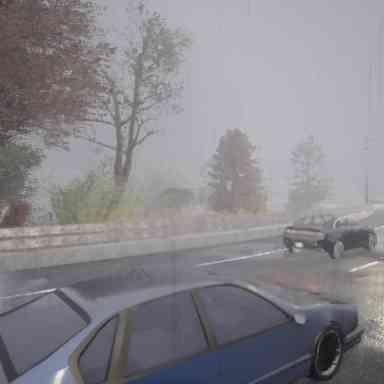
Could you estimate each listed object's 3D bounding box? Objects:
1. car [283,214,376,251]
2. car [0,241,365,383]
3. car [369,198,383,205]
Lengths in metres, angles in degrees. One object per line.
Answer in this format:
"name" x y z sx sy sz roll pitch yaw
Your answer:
"car" 5.491 1.613 12.995 4.902 1.511 2.128 0 -1 -41
"car" -0.202 1.588 3.745 5.357 1.411 2.033 0 -1 -37
"car" 38.570 1.966 69.948 1.812 1.442 4.674 0 -1 10
